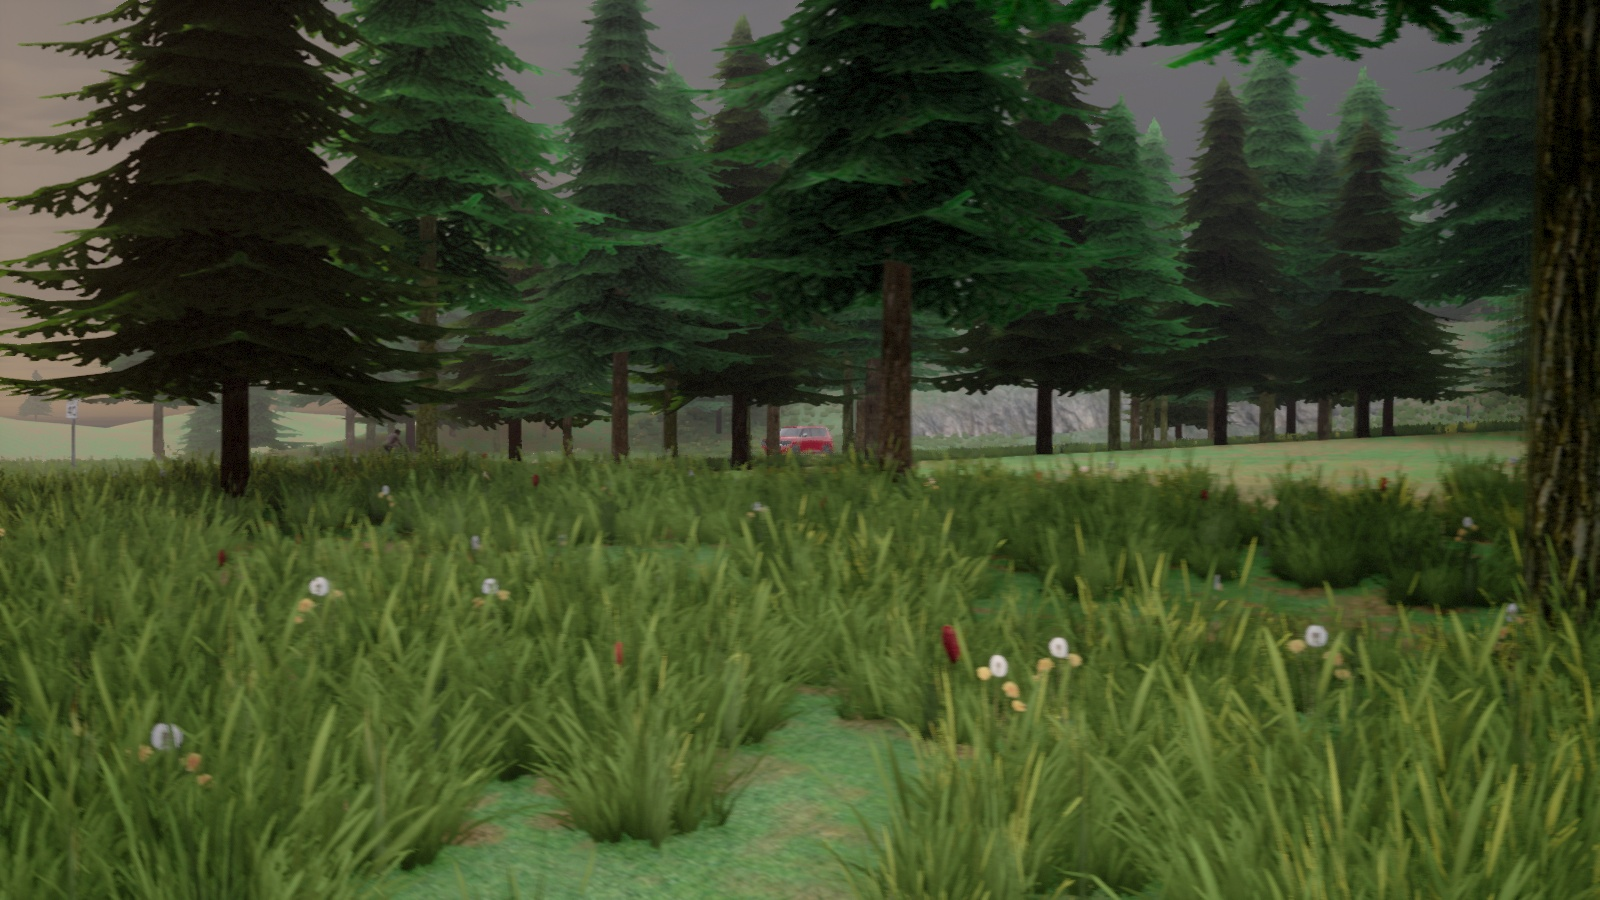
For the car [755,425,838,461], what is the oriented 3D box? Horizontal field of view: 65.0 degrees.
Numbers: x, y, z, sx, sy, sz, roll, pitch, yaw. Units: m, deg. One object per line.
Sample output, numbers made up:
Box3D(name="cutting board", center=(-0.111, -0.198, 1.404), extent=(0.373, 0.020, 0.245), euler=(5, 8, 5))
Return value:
Box3D(name="car", center=(-0.152, -0.419, 74.029), extent=(2.150, 2.045, 5.566), euler=(0, 1, 34))
